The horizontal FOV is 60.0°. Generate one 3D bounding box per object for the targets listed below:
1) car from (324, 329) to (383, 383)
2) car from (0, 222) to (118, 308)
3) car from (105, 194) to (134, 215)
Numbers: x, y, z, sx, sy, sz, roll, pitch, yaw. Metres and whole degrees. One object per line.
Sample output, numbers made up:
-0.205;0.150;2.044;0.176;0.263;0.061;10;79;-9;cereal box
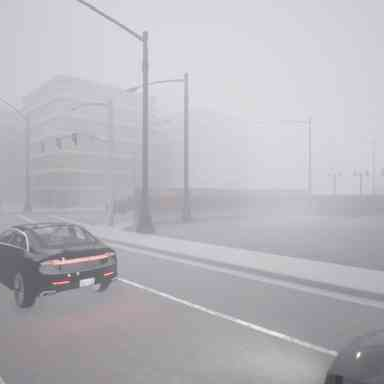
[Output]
3.196;1.505;1.584;4.892;1.490;1.837;0;0;38;car
-3.647;1.492;8.041;2.128;1.511;4.902;0;0;-43;car
-6.290;1.221;34.999;5.566;2.045;2.150;0;0;-44;car
